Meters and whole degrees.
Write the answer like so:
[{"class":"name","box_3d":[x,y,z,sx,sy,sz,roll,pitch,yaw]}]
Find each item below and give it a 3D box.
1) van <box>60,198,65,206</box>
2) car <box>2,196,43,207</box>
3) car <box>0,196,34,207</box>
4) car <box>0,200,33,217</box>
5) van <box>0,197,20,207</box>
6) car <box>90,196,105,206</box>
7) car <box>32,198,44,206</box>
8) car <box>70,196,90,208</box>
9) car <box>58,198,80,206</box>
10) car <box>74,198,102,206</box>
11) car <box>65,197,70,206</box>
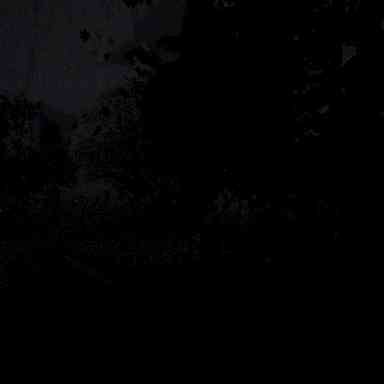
[{"class":"van","box_3d":[-26.825,2.087,74.883,4.442,1.987,1.878,1,-2,-37]},{"class":"car","box_3d":[-30.439,1.702,59.591,5.566,2.045,2.435,1,-2,-37]},{"class":"car","box_3d":[-33.750,1.819,63.935,5.566,2.045,2.435,1,-2,-37]},{"class":"car","box_3d":[-17.925,1.738,33.061,1.994,1.385,4.181,0,0,-3]},{"class":"van","box_3d":[-40.409,2.181,72.901,4.442,1.987,1.878,1,-2,-37]},{"class":"car","box_3d":[-19.413,1.901,65.262,4.553,1.767,2.185,1,-2,-37]},{"class":"car","box_3d":[-39.643,2.551,85.535,2.097,1.767,4.553,1,-3,-37]},{"class":"car","box_3d":[-19.380,1.636,57.386,2.150,2.045,5.566,1,-1,-22]},{"class":"car","box_3d":[-28.586,2.278,77.354,4.553,1.767,2.185,1,-2,-37]},{"class":"car","box_3d":[-21.231,2.089,67.689,5.008,1.535,2.097,1,-2,-37]},{"class":"car","box_3d":[-23.020,1.899,70.000,5.566,2.045,2.435,1,-2,-37]}]
